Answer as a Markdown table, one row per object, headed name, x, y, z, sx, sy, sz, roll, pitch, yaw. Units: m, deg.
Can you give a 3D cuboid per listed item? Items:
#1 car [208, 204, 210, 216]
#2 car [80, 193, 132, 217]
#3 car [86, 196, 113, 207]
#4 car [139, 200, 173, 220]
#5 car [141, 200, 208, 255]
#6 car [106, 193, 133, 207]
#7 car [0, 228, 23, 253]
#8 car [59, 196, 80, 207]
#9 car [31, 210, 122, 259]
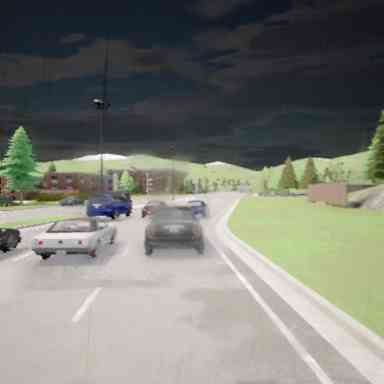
| name | x | y | z | sx | sy | sz | roll | pitch | yaw |
| --- | --- | --- | --- | --- | --- | --- | --- | --- | --- |
| car | 0.407 | 1.450 | 28.684 | 1.812 | 1.442 | 4.674 | -1 | 0 | 9 |
| car | -6.814 | 1.217 | 27.911 | 2.150 | 2.045 | 5.566 | -1 | 0 | 9 |
| car | -14.613 | 1.497 | 52.856 | 2.128 | 1.511 | 4.902 | -1 | 0 | 9 |
| car | -3.062 | 1.481 | 29.167 | 1.812 | 1.442 | 4.674 | -1 | 0 | 9 |
| car | -0.642 | 1.324 | 13.386 | 2.097 | 1.767 | 4.553 | -1 | 0 | -1 |
| car | -11.222 | 1.199 | 51.936 | 2.150 | 2.045 | 5.566 | -1 | 0 | 9 |
| car | -7.601 | 1.591 | 10.858 | 2.033 | 1.411 | 5.357 | -1 | 0 | -3 |
| car | -18.446 | 1.396 | 51.098 | 2.097 | 1.767 | 4.553 | -1 | 0 | 9 |
| car | -4.144 | 1.608 | 12.637 | 1.895 | 1.301 | 4.718 | -1 | 0 | -2 |
